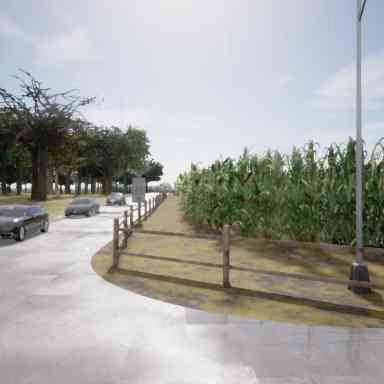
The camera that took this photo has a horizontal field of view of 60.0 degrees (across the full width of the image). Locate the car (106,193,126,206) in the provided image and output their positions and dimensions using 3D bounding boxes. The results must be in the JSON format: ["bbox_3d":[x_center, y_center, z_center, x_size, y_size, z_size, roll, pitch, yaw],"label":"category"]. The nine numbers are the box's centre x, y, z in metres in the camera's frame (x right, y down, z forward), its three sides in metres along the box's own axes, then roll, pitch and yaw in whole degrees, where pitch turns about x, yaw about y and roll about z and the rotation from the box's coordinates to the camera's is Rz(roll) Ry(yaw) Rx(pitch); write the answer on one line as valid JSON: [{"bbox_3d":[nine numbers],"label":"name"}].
[{"bbox_3d":[-9.421,0.894,41.506,2.128,1.511,4.902,1,1,-2],"label":"car"}]

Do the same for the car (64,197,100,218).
[{"bbox_3d":[-8.834,1.190,27.137,1.837,1.490,4.892,1,2,-2],"label":"car"}]

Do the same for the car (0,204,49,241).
[{"bbox_3d":[-8.305,1.354,15.689,1.837,1.490,4.892,1,1,-4],"label":"car"}]
